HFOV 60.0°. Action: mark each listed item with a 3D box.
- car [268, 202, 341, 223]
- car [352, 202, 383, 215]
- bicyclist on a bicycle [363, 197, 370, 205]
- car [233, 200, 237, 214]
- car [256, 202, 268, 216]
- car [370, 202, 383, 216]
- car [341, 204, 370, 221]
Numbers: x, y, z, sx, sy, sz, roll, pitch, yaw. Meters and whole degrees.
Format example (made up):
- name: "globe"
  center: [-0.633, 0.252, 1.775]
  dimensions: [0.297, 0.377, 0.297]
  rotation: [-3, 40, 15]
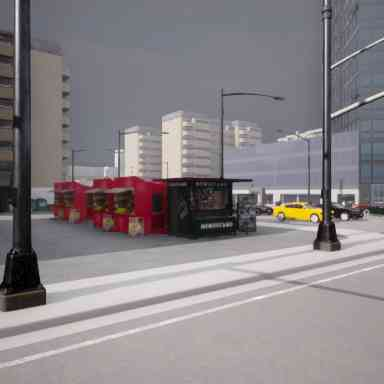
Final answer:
- name: "car"
  center: [8.948, 1.589, 26.838]
  dimensions: [1.882, 1.535, 5.008]
  rotation: [0, -1, -38]
- name: "car"
  center: [19.996, 1.729, 35.816]
  dimensions: [1.895, 1.301, 4.718]
  rotation: [0, -1, -36]
- name: "bicyclist on a bicycle"
  center: [22.309, 1.466, 42.475]
  dimensions: [1.656, 1.620, 0.582]
  rotation: [0, 0, -36]
- name: "car"
  center: [3.127, 1.455, 34.907]
  dimensions: [2.150, 2.045, 5.566]
  rotation: [0, -1, -36]
- name: "car"
  center: [6.771, 1.778, 35.835]
  dimensions: [1.994, 1.385, 4.181]
  rotation: [0, -1, -36]
- name: "car"
  center: [18.630, 1.702, 31.739]
  dimensions: [1.895, 1.301, 4.718]
  rotation: [0, -1, -36]
- name: "car"
  center: [12.052, 1.587, 28.553]
  dimensions: [1.882, 1.535, 5.008]
  rotation: [0, -1, -36]
